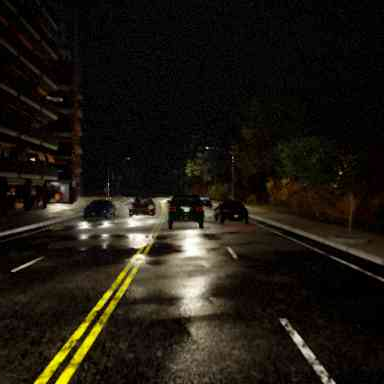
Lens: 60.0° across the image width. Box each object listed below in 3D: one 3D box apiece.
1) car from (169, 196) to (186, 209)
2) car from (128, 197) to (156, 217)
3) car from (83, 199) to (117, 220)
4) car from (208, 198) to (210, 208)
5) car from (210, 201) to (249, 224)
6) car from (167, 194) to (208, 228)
[{"bbox_3d":[-1.972,1.332,43.994,2.033,1.411,5.357,0,0,-5],"label":"car"},{"bbox_3d":[-4.258,1.216,29.025,2.097,1.767,4.553,0,0,-3],"label":"car"},{"bbox_3d":[-7.411,1.356,27.107,1.882,1.535,5.008,0,0,-3],"label":"car"},{"bbox_3d":[1.376,1.336,42.637,2.033,1.411,5.357,0,0,-5],"label":"car"},{"bbox_3d":[2.699,1.363,23.593,1.882,1.535,5.008,0,0,-3],"label":"car"},{"bbox_3d":[-0.439,1.119,21.568,2.150,2.045,5.566,0,0,-3],"label":"car"}]
